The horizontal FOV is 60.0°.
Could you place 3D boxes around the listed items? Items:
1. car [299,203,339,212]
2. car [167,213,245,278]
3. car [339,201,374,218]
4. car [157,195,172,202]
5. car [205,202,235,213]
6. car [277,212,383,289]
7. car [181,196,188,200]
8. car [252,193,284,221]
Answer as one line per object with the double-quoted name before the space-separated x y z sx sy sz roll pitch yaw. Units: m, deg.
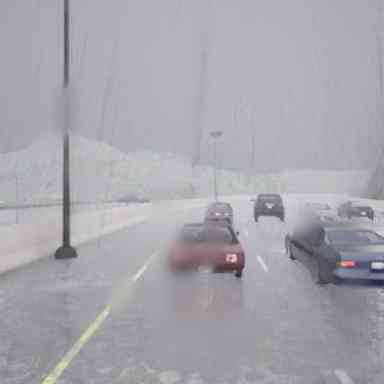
"car" 9.342 1.504 25.156 1.895 1.301 4.718 0 0 10
"car" 0.499 1.556 10.045 1.895 1.301 4.718 0 0 5
"car" 13.254 1.427 27.127 1.812 1.442 4.674 0 0 10
"car" -4.795 1.246 56.108 1.837 1.490 4.892 0 0 18
"car" 2.003 1.445 23.784 2.033 1.411 5.357 0 0 9
"car" 3.938 1.513 9.189 2.033 1.411 5.357 0 0 4
"car" -1.173 1.350 55.907 1.895 1.301 4.718 0 0 19
"car" 5.947 1.117 26.070 2.150 2.045 5.566 0 1 10
